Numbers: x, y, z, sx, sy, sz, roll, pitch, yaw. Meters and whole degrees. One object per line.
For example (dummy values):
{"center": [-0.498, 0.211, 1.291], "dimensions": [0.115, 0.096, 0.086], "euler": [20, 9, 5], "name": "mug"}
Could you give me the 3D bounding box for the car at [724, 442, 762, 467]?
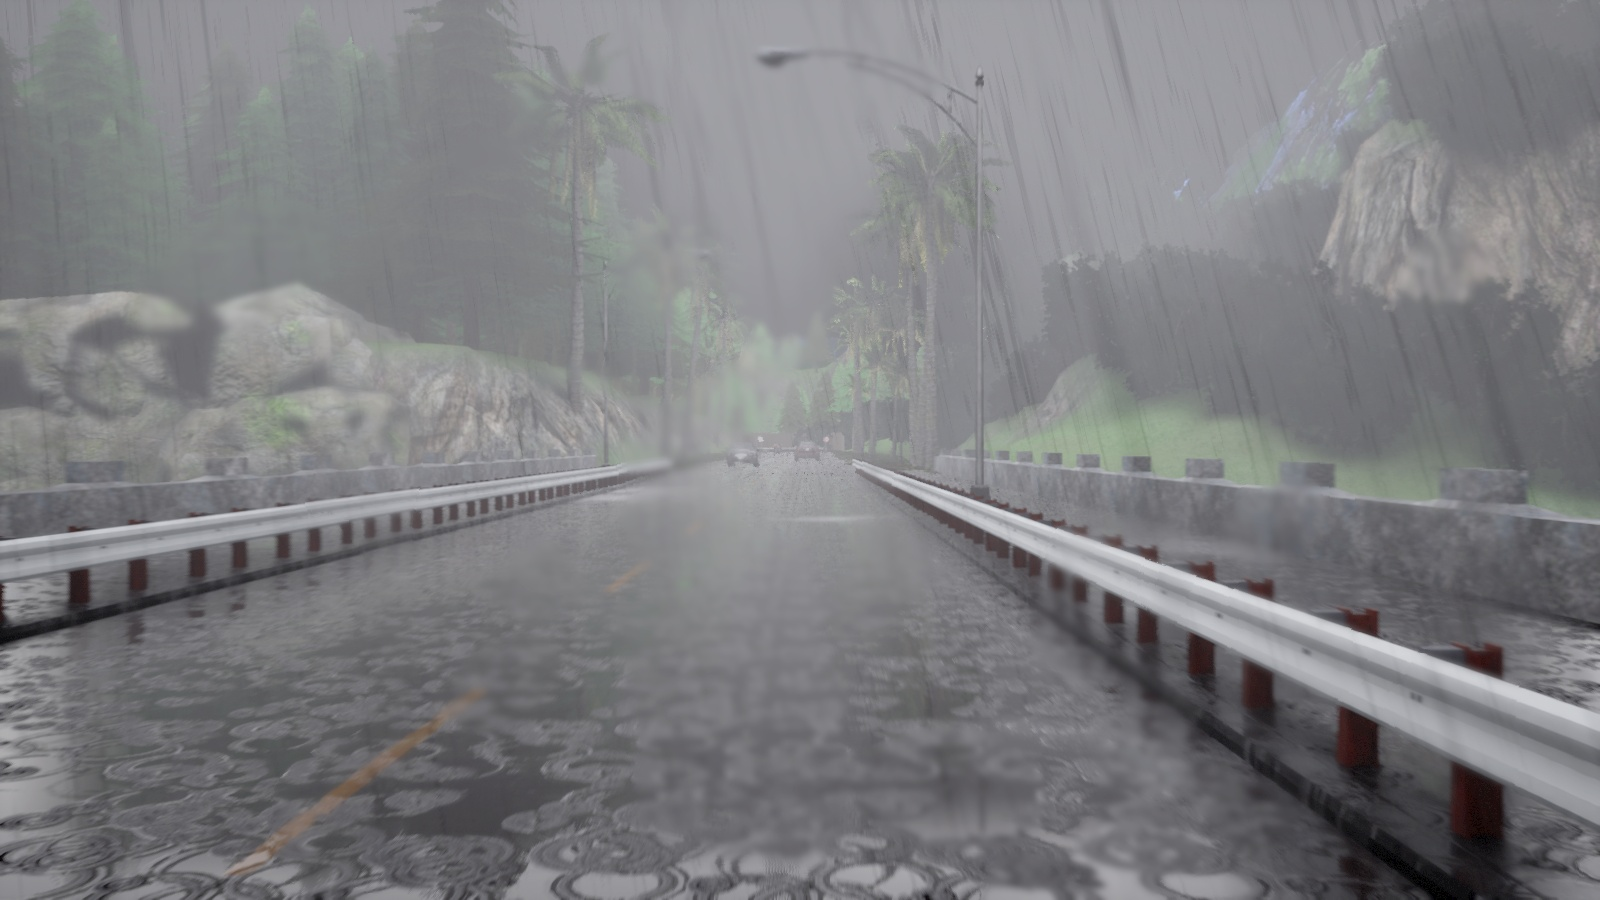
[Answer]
{"center": [-3.539, 0.258, 79.081], "dimensions": [2.128, 1.511, 4.902], "euler": [0, 0, 0], "name": "car"}
